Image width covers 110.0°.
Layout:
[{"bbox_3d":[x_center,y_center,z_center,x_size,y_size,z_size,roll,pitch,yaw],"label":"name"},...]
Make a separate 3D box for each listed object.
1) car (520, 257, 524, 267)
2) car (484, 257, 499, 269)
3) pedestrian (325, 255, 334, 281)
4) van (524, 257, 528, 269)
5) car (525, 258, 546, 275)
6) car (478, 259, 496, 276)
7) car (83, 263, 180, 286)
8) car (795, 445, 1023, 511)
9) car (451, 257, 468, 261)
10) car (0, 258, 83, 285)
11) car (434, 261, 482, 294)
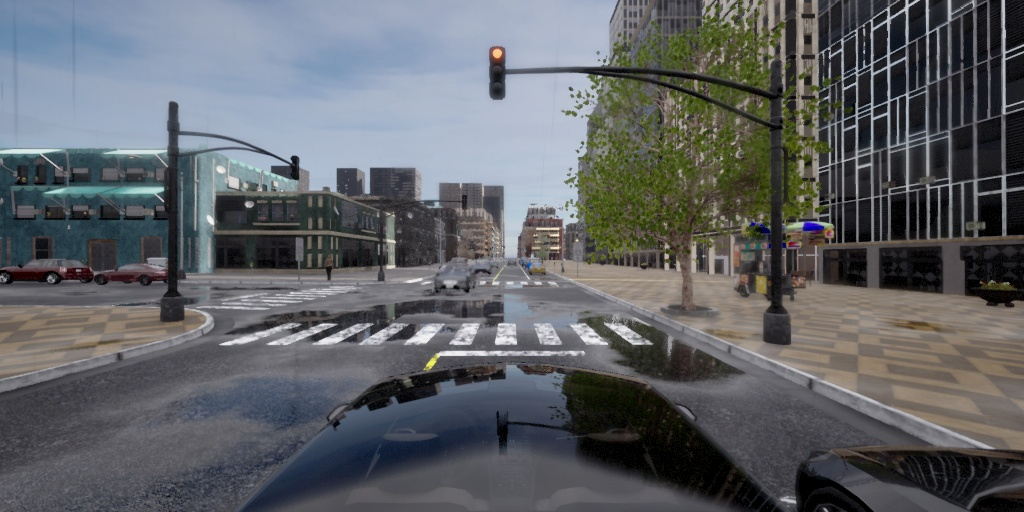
[{"bbox_3d":[2.697,1.305,55.177,2.007,1.370,4.403,0,0,0],"label":"car"},{"bbox_3d":[-3.080,1.319,54.735,1.994,1.385,4.181,0,0,0],"label":"car"},{"bbox_3d":[-12.746,0.788,24.977,0.375,1.860,0.375,0,-1,-1],"label":"pedestrian"},{"bbox_3d":[2.696,1.094,44.075,1.690,1.789,3.998,0,0,0],"label":"van"},{"bbox_3d":[2.695,1.278,38.694,1.751,1.417,4.829,0,0,0],"label":"car"},{"bbox_3d":[-3.094,1.300,38.357,2.033,1.411,5.357,0,0,0],"label":"car"},{"bbox_3d":[-22.818,1.090,21.887,4.207,1.307,1.802,0,0,-1],"label":"car"},{"bbox_3d":[2.691,1.316,0.495,1.948,1.339,4.313,0,0,0],"label":"car"},{"bbox_3d":[-5.685,1.067,38.523,2.192,1.841,5.009,0,0,0],"label":"car"},{"bbox_3d":[-28.366,0.879,21.810,4.097,1.591,1.967,0,0,-1],"label":"car"},{"bbox_3d":[-3.098,1.243,20.313,2.128,1.511,4.902,0,0,0],"label":"car"}]
